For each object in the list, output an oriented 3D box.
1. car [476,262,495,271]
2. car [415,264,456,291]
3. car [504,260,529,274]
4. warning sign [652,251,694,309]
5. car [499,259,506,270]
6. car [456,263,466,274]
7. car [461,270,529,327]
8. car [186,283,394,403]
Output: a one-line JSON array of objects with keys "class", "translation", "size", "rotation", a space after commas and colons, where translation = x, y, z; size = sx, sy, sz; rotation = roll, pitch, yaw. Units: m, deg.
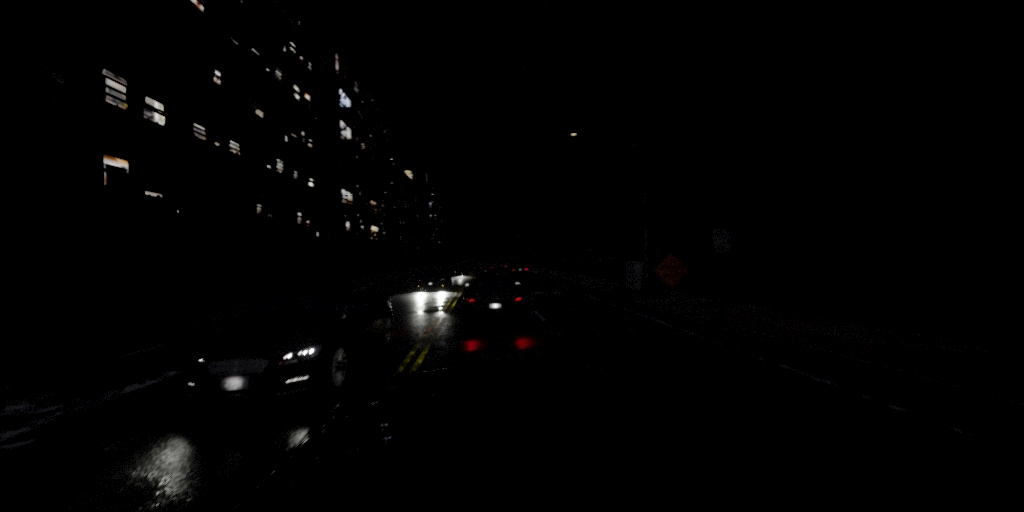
[{"class": "car", "translation": [-2.843, 1.352, 38.647], "size": [1.882, 1.535, 5.008], "rotation": [-1, 0, -4]}, {"class": "car", "translation": [-5.004, 1.463, 23.290], "size": [1.994, 1.385, 4.181], "rotation": [-1, 0, -5]}, {"class": "car", "translation": [0.595, 1.341, 36.250], "size": [2.033, 1.411, 5.357], "rotation": [-1, 0, -4]}, {"class": "warning sign", "translation": [5.401, 0.761, 12.079], "size": [1.300, 1.860, 1.060], "rotation": [0, 0, -5]}, {"class": "car", "translation": [-0.388, 1.380, 47.859], "size": [2.033, 1.411, 5.357], "rotation": [-1, 0, -4]}, {"class": "car", "translation": [-6.366, 1.559, 41.069], "size": [1.994, 1.385, 4.181], "rotation": [-1, 0, -5]}, {"class": "car", "translation": [-0.615, 1.344, 11.814], "size": [1.994, 1.385, 4.181], "rotation": [-1, 0, -5]}, {"class": "car", "translation": [-3.669, 1.331, 6.917], "size": [2.128, 1.511, 4.902], "rotation": [-1, 0, -5]}]
